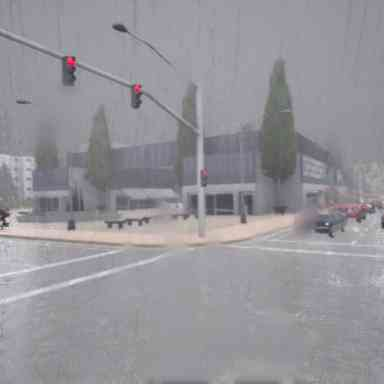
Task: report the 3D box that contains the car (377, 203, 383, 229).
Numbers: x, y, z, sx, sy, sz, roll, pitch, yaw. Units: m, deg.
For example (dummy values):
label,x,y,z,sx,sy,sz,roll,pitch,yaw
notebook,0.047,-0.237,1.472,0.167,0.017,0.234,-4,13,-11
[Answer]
label,x,y,z,sx,sy,sz,roll,pitch,yaw
car,13.077,1.571,21.001,1.895,1.301,4.718,-2,-1,33

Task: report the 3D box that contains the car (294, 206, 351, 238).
label,x,y,z,sx,sy,sz,roll,pitch,yaw
car,7.231,1.658,18.461,1.895,1.301,4.718,-2,-1,34

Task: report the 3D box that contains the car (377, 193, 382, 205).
label,x,y,z,sx,sy,sz,roll,pitch,yaw
car,23.667,1.228,43.822,2.150,2.045,5.566,-2,-1,33

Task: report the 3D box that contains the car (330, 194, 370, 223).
label,x,y,z,sx,sy,sz,roll,pitch,yaw
car,12.480,1.262,26.550,2.150,2.045,5.566,-2,-1,33

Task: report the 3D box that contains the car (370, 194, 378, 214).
label,x,y,z,sx,sy,sz,roll,pitch,yaw
car,17.867,1.376,34.889,2.097,1.767,4.553,-2,-1,33

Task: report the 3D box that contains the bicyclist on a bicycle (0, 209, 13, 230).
label,x,y,z,sx,sy,sz,roll,pitch,yaw
bicyclist on a bicycle,-12.973,1.796,22.594,0.582,1.620,1.656,-1,0,30
